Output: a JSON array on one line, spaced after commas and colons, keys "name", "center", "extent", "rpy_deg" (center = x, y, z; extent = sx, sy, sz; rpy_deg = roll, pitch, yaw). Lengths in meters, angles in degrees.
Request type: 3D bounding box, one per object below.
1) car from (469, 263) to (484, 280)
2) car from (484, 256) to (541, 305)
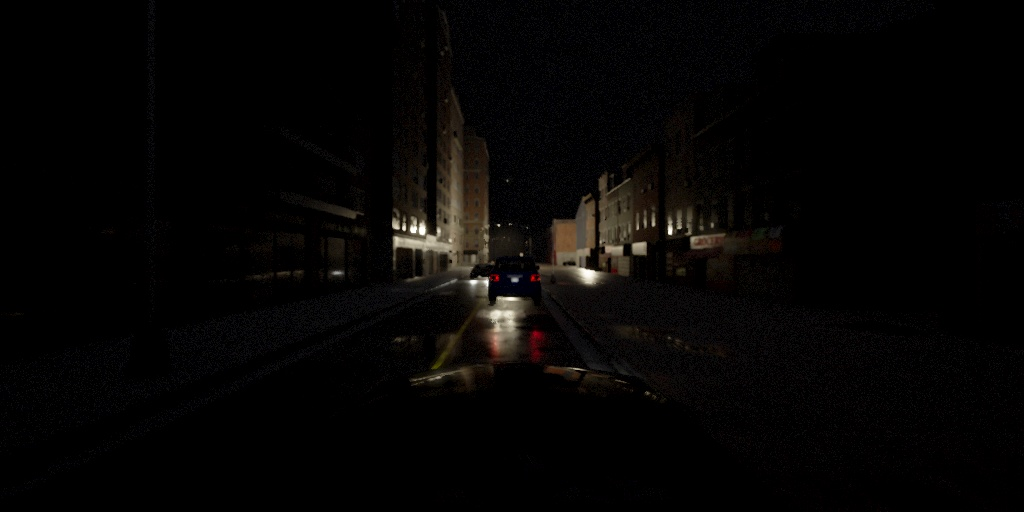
[{"name": "car", "center": [-2.754, 1.404, 33.423], "extent": [2.033, 1.411, 5.357], "rpy_deg": [0, 0, 1]}, {"name": "car", "center": [0.114, 1.021, 16.406], "extent": [2.150, 2.045, 5.566], "rpy_deg": [0, 0, 0]}]
